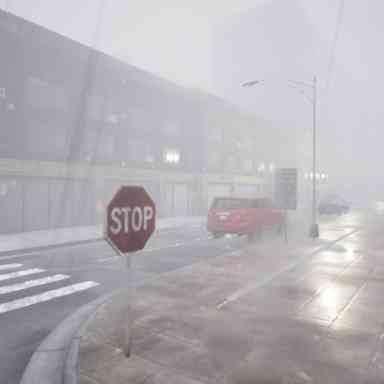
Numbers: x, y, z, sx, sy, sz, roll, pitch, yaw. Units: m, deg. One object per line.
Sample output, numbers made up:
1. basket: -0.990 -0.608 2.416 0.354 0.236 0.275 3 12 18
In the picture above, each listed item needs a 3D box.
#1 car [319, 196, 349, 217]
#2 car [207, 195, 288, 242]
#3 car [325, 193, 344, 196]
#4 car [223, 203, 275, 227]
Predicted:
1. car: 13.347 1.413 31.184 1.882 1.535 5.008 0 0 35
2. car: 2.874 1.186 16.429 2.150 2.045 5.566 0 0 35
3. car: 18.350 1.122 43.157 2.150 2.045 5.566 0 0 35
4. car: 4.050 1.509 23.183 1.994 1.385 4.181 0 0 35
